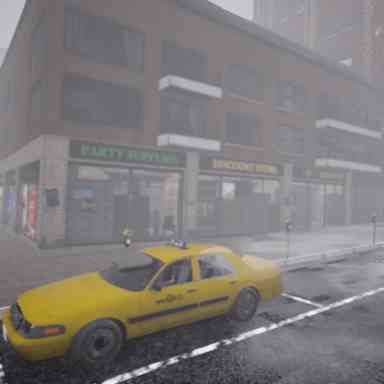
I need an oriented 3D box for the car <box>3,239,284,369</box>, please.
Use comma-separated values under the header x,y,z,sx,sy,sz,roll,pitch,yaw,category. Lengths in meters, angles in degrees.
x,y,z,sx,sy,sz,roll,pitch,yaw,category
-0.465,1.538,5.740,4.829,1.417,1.752,0,1,-35,car
